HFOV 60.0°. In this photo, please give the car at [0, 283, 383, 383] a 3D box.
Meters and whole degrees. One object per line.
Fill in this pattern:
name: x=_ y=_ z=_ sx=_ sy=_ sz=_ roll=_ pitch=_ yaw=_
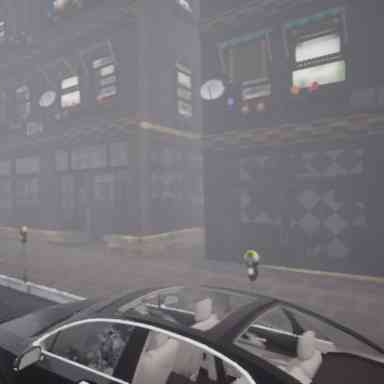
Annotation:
car: x=-0.232 y=1.531 z=2.901 sx=4.403 sy=1.369 sz=2.008 roll=0 pitch=-1 yaw=34
